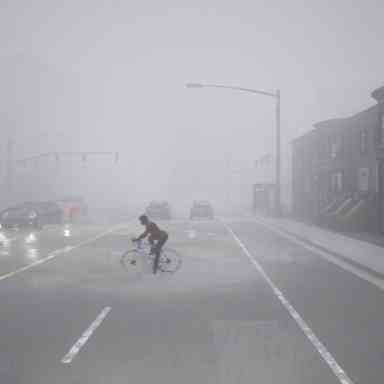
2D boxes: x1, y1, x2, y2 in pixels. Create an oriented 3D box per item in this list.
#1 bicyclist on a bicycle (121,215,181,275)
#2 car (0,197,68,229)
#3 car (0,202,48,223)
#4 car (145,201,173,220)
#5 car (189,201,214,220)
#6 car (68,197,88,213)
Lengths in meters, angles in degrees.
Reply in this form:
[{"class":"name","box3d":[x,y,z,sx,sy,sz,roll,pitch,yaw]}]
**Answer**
[{"class":"bicyclist on a bicycle","box3d":[-1.144,1.454,9.109,1.656,1.620,0.582,-2,0,1]},{"class":"car","box3d":[-10.066,1.352,21.344,2.097,1.767,4.553,0,0,2]},{"class":"car","box3d":[-13.354,1.572,26.428,1.994,1.385,4.181,0,0,1]},{"class":"car","box3d":[-2.716,1.492,27.704,2.128,1.511,4.902,0,0,1]},{"class":"car","box3d":[0.791,1.492,27.853,2.128,1.511,4.902,0,0,1]},{"class":"car","box3d":[-9.855,1.073,26.368,2.097,1.767,4.553,0,0,1]}]
